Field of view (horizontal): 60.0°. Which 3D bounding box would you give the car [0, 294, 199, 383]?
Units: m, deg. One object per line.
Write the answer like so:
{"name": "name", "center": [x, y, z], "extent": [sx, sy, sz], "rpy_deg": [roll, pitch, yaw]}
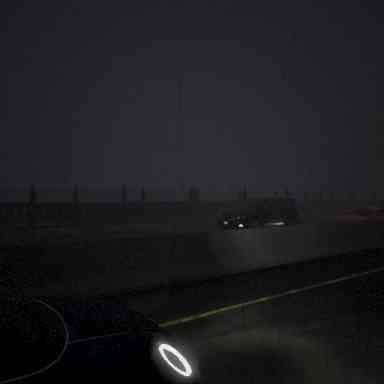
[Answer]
{"name": "car", "center": [-2.117, 1.349, 2.259], "extent": [4.553, 1.767, 2.097], "rpy_deg": [1, 0, -35]}

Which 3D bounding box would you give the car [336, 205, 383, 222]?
{"name": "car", "center": [10.791, 1.672, 20.330], "extent": [5.008, 1.535, 1.882], "rpy_deg": [1, 0, -36]}

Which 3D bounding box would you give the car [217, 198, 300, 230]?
{"name": "car", "center": [4.102, 1.364, 19.847], "extent": [5.566, 2.045, 2.150], "rpy_deg": [1, 0, -36]}
